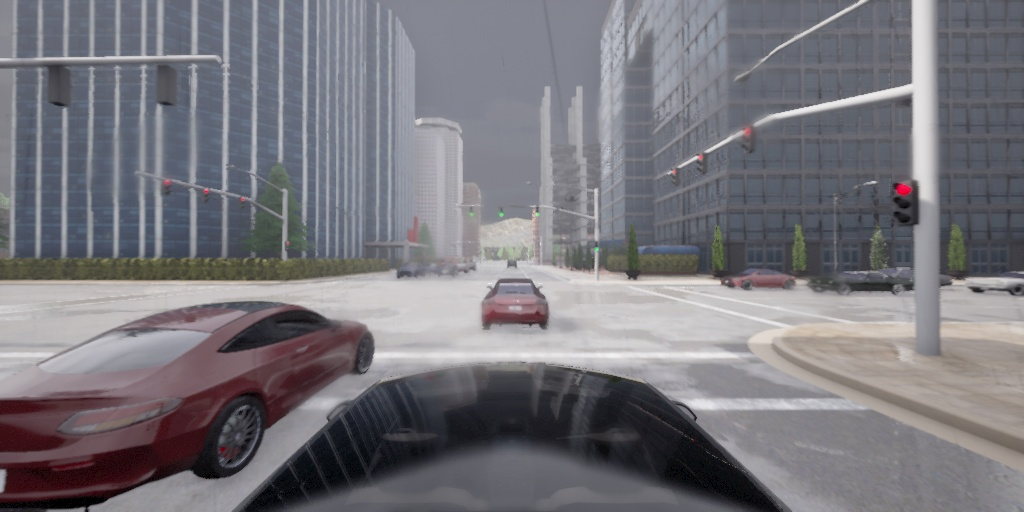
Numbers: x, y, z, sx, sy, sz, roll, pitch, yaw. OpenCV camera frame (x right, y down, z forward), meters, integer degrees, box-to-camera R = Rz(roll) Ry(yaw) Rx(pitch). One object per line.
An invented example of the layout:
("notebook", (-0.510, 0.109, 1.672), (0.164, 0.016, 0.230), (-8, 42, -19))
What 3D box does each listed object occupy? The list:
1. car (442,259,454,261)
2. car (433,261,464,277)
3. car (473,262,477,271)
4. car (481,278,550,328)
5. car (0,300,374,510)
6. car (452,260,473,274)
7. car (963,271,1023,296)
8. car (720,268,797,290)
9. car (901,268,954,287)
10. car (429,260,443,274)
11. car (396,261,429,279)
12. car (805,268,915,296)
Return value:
("car", (-10.517, 1.461, 58.291), (2.150, 2.045, 5.566), (0, 0, 1))
("car", (-7.090, 1.577, 40.439), (2.128, 1.511, 4.902), (0, 0, 0))
("car", (-7.004, 1.765, 60.678), (1.837, 1.490, 4.892), (0, 0, 0))
("car", (0.098, 1.400, 11.696), (1.994, 1.385, 4.181), (0, 0, 0))
("car", (-3.406, 1.301, 4.613), (1.812, 1.442, 4.674), (0, -1, 0))
("car", (-7.080, 1.697, 50.392), (1.812, 1.442, 4.674), (0, 0, 1))
("car", (28.529, 1.510, 19.981), (4.718, 1.301, 1.895), (0, 0, 1))
("car", (16.135, 1.504, 23.609), (4.181, 1.385, 1.994), (0, 0, 1))
("car", (25.371, 1.487, 23.514), (5.357, 1.411, 2.033), (0, 0, 1))
("car", (-10.590, 1.674, 47.727), (1.812, 1.442, 4.674), (0, 0, 1))
("car", (-10.593, 1.415, 37.913), (2.097, 1.767, 4.553), (0, 0, 0))
("car", (19.360, 1.511, 20.073), (4.718, 1.301, 1.895), (0, 0, 1))
